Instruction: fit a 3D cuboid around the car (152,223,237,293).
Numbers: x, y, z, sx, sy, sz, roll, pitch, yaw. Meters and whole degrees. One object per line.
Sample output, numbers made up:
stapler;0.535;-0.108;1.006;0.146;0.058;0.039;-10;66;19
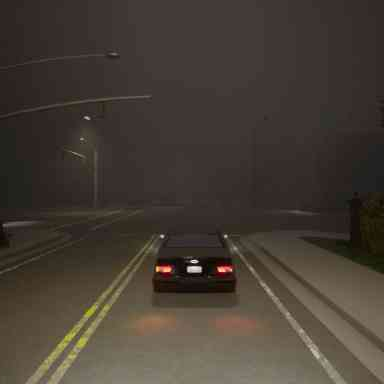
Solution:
car;0.053;1.547;8.959;2.033;1.411;5.357;0;0;0

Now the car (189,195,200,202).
car;0.552;1.527;78.989;2.033;1.411;5.357;0;0;12

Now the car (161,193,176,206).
car;-3.721;1.221;53.992;2.150;2.045;5.566;0;0;0

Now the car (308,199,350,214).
car;15.232;1.507;35.173;4.674;1.442;1.812;0;0;-4

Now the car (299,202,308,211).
car;14.722;1.545;38.822;4.181;1.385;1.994;0;0;-1
